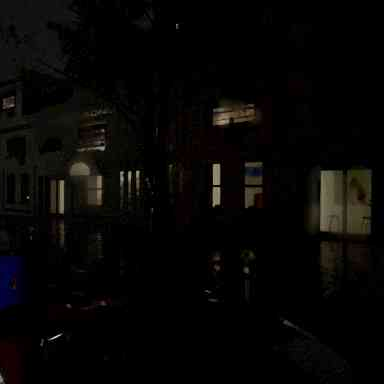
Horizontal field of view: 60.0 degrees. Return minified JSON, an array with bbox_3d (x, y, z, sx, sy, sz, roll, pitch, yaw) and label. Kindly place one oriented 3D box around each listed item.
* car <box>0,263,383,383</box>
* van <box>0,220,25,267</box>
[{"bbox_3d":[-0.314,1.582,3.091,4.206,1.307,1.802,0,1,35],"label":"car"},{"bbox_3d":[-4.839,1.340,6.302,3.998,1.788,1.690,0,1,35],"label":"van"}]
